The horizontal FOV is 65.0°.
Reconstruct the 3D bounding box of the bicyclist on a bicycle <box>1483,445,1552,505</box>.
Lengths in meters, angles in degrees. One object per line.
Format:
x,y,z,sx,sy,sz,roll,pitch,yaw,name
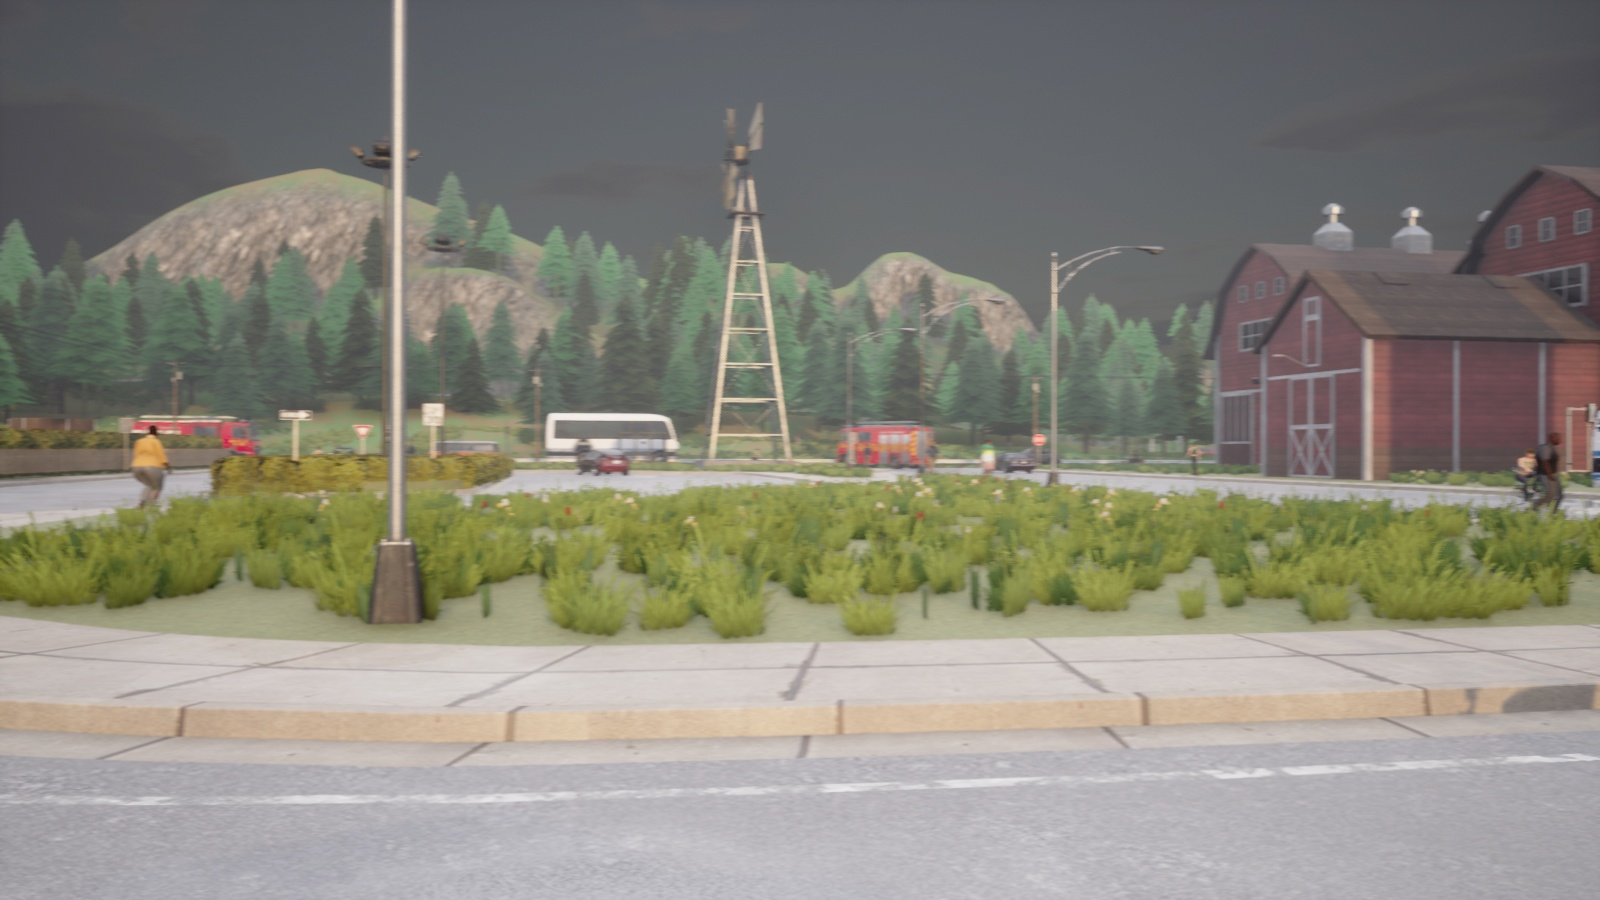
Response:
19.731,0.670,34.547,0.866,1.612,1.509,0,0,-12,bicyclist on a bicycle

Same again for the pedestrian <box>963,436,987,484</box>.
7.040,0.398,50.580,0.659,1.952,0.873,0,0,-15,pedestrian

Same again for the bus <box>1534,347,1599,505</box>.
24.005,-0.645,31.354,3.944,4.253,10.273,0,0,-12,bus

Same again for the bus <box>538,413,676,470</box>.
-14.878,-0.618,96.603,10.273,4.253,3.944,0,0,-11,bus

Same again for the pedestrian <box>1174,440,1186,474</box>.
20.992,0.388,69.359,0.345,1.836,0.594,0,0,-18,pedestrian

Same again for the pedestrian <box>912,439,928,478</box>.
5.690,0.399,59.784,0.540,1.848,0.694,0,0,-17,pedestrian

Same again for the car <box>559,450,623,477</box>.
-11.904,0.756,71.240,2.163,1.488,4.792,0,0,-28,car

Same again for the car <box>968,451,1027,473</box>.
13.015,0.786,83.082,2.033,1.411,5.357,0,0,-12,car

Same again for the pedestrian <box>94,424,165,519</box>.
-13.360,0.412,25.039,0.874,1.855,0.900,0,0,11,pedestrian

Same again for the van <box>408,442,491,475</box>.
-21.090,0.516,75.671,4.442,1.987,1.775,0,0,2,van

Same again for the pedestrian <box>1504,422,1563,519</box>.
14.439,0.393,24.728,0.563,1.883,0.849,0,0,-40,pedestrian
